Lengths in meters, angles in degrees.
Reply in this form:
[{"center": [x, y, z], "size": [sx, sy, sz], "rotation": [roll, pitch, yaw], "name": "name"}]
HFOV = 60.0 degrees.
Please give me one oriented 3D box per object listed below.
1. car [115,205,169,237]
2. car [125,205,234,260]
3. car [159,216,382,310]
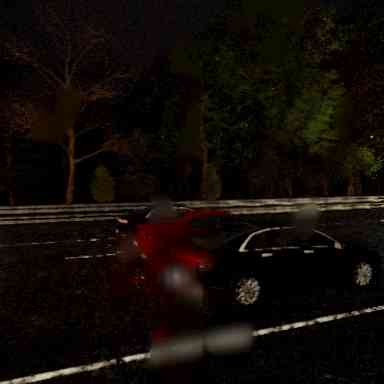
[{"center": [-0.683, 1.279, 13.861], "size": [4.902, 1.511, 2.128], "rotation": [-1, 1, -22], "name": "car"}, {"center": [0.648, 1.312, 10.625], "size": [5.008, 1.535, 1.882], "rotation": [-1, 1, -22], "name": "car"}, {"center": [1.951, 1.384, 7.379], "size": [4.892, 1.490, 1.837], "rotation": [-1, 1, -22], "name": "car"}]
